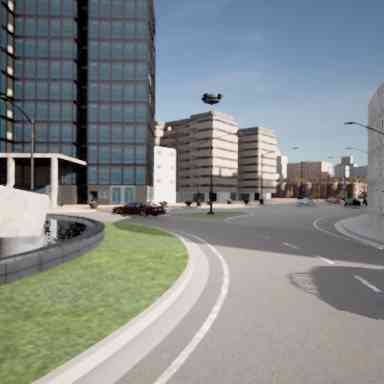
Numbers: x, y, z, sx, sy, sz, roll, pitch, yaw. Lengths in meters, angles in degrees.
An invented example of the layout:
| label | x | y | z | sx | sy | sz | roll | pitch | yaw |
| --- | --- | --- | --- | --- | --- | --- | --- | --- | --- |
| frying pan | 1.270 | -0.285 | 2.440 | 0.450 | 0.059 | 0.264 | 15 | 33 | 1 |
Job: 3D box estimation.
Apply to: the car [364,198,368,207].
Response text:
| label | x | y | z | sx | sy | sz | roll | pitch | yaw |
| --- | --- | --- | --- | --- | --- | --- | --- | --- | --- |
| car | 32.721 | 1.951 | 59.392 | 1.837 | 1.490 | 4.892 | 0 | 0 | 41 |

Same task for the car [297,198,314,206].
| label | x | y | z | sx | sy | sz | roll | pitch | yaw |
| --- | --- | --- | --- | --- | --- | --- | --- | --- | --- |
| car | 21.318 | 1.902 | 62.230 | 1.812 | 1.442 | 4.674 | 0 | 0 | 41 |

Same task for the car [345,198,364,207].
| label | x | y | z | sx | sy | sz | roll | pitch | yaw |
| --- | --- | --- | --- | --- | --- | --- | --- | --- | --- |
| car | 29.574 | 1.922 | 61.085 | 2.128 | 1.511 | 4.902 | 0 | 0 | 40 |

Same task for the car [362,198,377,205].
| label | x | y | z | sx | sy | sz | roll | pitch | yaw |
| --- | --- | --- | --- | --- | --- | --- | --- | --- | --- |
| car | 37.880 | 2.000 | 70.996 | 1.882 | 1.535 | 5.008 | 0 | 0 | 40 |

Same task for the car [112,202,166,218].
| label | x | y | z | sx | sy | sz | roll | pitch | yaw |
| --- | --- | --- | --- | --- | --- | --- | --- | --- | --- |
| car | -5.082 | 1.627 | 31.566 | 5.357 | 1.411 | 2.033 | 0 | 0 | 30 |

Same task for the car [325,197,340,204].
| label | x | y | z | sx | sy | sz | roll | pitch | yaw |
| --- | --- | --- | --- | --- | --- | --- | --- | --- | --- |
| car | 31.484 | 1.847 | 74.267 | 2.097 | 1.767 | 4.553 | 0 | 0 | 40 |
